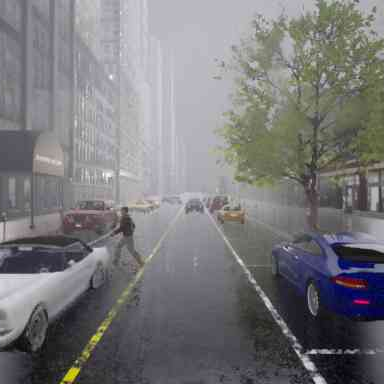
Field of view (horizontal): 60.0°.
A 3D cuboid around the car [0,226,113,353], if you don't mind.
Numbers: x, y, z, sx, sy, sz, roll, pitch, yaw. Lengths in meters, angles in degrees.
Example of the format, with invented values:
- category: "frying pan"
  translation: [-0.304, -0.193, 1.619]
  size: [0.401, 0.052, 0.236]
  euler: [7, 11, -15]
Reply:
- category: "car"
  translation: [-3.069, 1.602, 6.253]
  size: [1.895, 1.301, 4.718]
  euler: [0, 0, 0]

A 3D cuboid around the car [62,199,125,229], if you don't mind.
- category: "car"
  translation: [-5.575, 1.315, 18.908]
  size: [2.192, 1.841, 5.009]
  euler: [1, 0, 0]

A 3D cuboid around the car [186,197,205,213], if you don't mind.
- category: "car"
  translation: [0.289, 1.593, 36.826]
  size: [1.895, 1.301, 4.718]
  euler: [0, 0, 0]

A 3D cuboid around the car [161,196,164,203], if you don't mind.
- category: "car"
  translation: [-5.429, 1.511, 46.468]
  size: [1.752, 1.417, 4.829]
  euler: [1, 0, 0]

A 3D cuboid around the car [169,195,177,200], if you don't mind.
- category: "car"
  translation: [-5.189, 1.509, 91.004]
  size: [1.802, 1.307, 4.206]
  euler: [1, 0, 0]

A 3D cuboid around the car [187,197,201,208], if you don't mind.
- category: "car"
  translation: [0.321, 1.489, 47.769]
  size: [1.837, 1.490, 4.892]
  euler: [0, 0, 1]

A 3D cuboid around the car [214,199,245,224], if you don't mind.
- category: "car"
  translation: [2.833, 1.523, 24.580]
  size: [1.752, 1.417, 4.829]
  euler: [1, 0, 0]

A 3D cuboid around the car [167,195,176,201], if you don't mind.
- category: "car"
  translation: [-5.219, 1.502, 85.458]
  size: [1.947, 1.339, 4.313]
  euler: [1, 0, 0]

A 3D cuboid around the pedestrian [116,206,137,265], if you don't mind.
- category: "pedestrian"
  translation: [-1.911, 1.295, 9.690]
  size: [0.375, 1.860, 0.375]
  euler: [1, -1, -4]

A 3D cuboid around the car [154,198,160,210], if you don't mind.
- category: "car"
  translation: [-5.459, 1.555, 41.093]
  size: [1.947, 1.339, 4.313]
  euler: [1, 0, 0]

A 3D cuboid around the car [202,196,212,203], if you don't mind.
- category: "car"
  translation: [3.072, 1.527, 68.778]
  size: [1.947, 1.339, 4.313]
  euler: [1, 0, 0]

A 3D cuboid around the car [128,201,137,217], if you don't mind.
- category: "car"
  translation: [-5.549, 1.523, 24.283]
  size: [1.752, 1.417, 4.829]
  euler: [1, 0, 0]

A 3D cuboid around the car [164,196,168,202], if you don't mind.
- category: "car"
  translation: [-5.309, 1.527, 68.821]
  size: [1.947, 1.339, 4.313]
  euler: [1, 0, 0]

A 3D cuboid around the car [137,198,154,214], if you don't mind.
- category: "car"
  translation: [-5.489, 1.518, 35.375]
  size: [1.752, 1.417, 4.829]
  euler: [1, 0, 0]

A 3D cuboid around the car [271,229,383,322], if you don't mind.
- category: "car"
  translation: [3.037, 1.527, 7.160]
  size: [1.812, 1.442, 4.674]
  euler: [0, 0, 0]

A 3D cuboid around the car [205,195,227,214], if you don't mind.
- category: "car"
  translation: [2.895, 1.308, 35.502]
  size: [2.192, 1.841, 5.009]
  euler: [1, 0, 0]

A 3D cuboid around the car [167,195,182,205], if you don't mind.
- category: "car"
  translation: [-2.760, 1.500, 57.503]
  size: [1.812, 1.442, 4.674]
  euler: [0, 0, 1]
